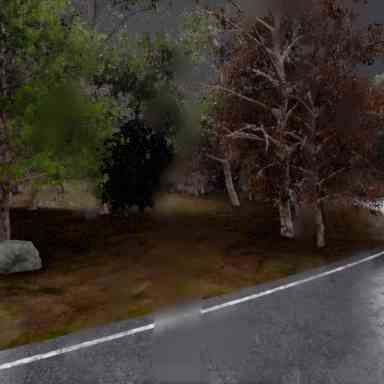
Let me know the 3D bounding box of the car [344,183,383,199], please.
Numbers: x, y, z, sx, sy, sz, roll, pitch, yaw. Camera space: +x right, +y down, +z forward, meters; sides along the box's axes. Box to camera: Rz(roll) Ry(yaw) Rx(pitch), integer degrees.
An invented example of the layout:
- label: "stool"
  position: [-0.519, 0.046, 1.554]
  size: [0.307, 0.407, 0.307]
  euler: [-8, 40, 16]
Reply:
- label: "car"
  position: [18.237, -0.215, 35.073]
  size: [2.097, 1.767, 4.553]
  euler: [-6, 3, -39]
